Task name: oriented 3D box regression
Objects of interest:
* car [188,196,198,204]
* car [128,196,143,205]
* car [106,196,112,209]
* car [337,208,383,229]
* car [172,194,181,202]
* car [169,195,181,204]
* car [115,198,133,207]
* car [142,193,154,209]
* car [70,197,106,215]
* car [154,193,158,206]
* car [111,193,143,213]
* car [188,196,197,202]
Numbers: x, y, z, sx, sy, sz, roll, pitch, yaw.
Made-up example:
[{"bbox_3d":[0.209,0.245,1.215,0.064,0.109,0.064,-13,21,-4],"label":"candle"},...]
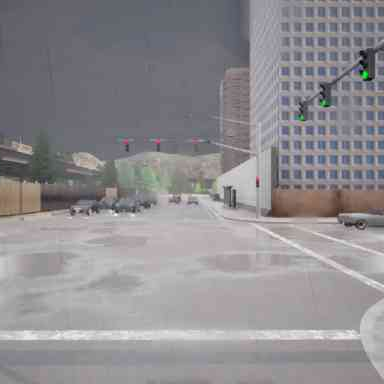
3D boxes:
[{"bbox_3d":[0.137,1.601,61.253,1.895,1.301,4.718,0,0,-1],"label":"car"},{"bbox_3d":[-10.526,1.478,62.161,1.882,1.535,5.008,0,0,0],"label":"car"},{"bbox_3d":[-10.569,1.352,42.148,2.097,1.767,4.553,0,0,0],"label":"car"},{"bbox_3d":[11.865,1.656,21.187,4.718,1.301,1.895,0,0,0],"label":"car"},{"bbox_3d":[-3.461,1.305,74.481,1.882,1.535,5.008,0,0,0],"label":"car"},{"bbox_3d":[-3.466,1.601,64.288,1.895,1.301,4.718,0,0,0],"label":"car"},{"bbox_3d":[-10.560,1.601,51.942,1.895,1.301,4.718,0,0,0],"label":"car"},{"bbox_3d":[-7.059,1.221,46.233,2.150,2.045,5.566,0,0,0],"label":"car"},{"bbox_3d":[-10.585,1.492,33.251,2.128,1.511,4.902,0,0,1],"label":"car"},{"bbox_3d":[-7.034,1.221,56.963,2.150,2.045,5.566,0,0,0],"label":"car"},{"bbox_3d":[-7.068,1.352,36.797,2.097,1.767,4.553,0,0,0],"label":"car"},{"bbox_3d":[0.041,1.595,74.858,1.895,1.301,4.718,0,0,0],"label":"car"}]
